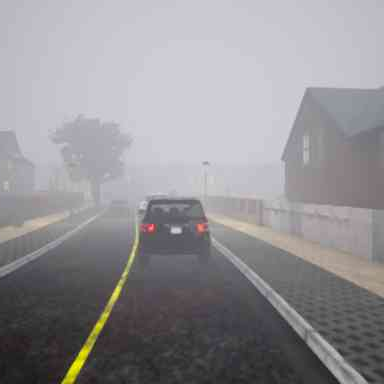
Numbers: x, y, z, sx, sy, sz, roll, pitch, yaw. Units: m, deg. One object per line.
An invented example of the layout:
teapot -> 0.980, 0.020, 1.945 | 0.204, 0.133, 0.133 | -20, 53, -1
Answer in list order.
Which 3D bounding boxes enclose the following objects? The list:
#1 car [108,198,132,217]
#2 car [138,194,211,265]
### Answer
car -> -6.505, 1.335, 30.051 | 1.882, 1.535, 5.008 | 0, 0, -10
car -> -0.723, 1.195, 11.820 | 2.150, 2.045, 5.566 | 0, -1, -6
